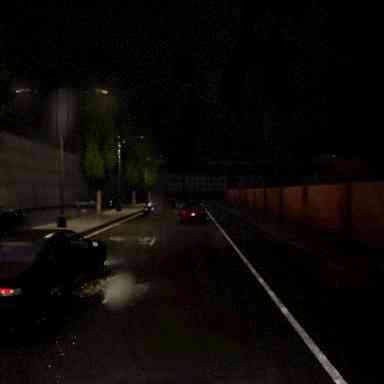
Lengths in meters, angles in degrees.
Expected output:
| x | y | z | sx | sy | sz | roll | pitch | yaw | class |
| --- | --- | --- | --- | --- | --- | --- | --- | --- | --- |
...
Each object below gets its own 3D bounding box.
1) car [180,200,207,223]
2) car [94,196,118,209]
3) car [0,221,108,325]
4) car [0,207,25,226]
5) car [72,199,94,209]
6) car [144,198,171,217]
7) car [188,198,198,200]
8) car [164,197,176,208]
| x | y | z | sx | sy | sz | roll | pitch | yaw | class |
| --- | --- | --- | --- | --- | --- | --- | --- | --- | --- |
| 0.089 | 1.562 | 25.560 | 1.994 | 1.385 | 4.181 | 0 | 0 | 0 | car |
| -11.561 | 1.347 | 46.323 | 2.097 | 1.767 | 4.553 | 0 | 0 | 1 | car |
| -3.404 | 1.547 | 7.444 | 2.033 | 1.411 | 5.357 | 0 | 0 | 0 | car |
| -11.607 | 1.562 | 19.480 | 1.994 | 1.385 | 4.181 | 0 | 0 | 0 | car |
| -15.060 | 1.596 | 46.297 | 1.895 | 1.301 | 4.718 | 0 | 0 | 1 | car |
| -3.414 | 1.544 | 31.521 | 2.033 | 1.411 | 5.357 | 0 | 0 | 0 | car |
| 0.081 | 1.543 | 44.222 | 2.033 | 1.411 | 5.357 | 0 | 0 | 0 | car |
| -3.421 | 1.473 | 49.228 | 1.882 | 1.535 | 5.008 | 0 | 0 | 0 | car |
